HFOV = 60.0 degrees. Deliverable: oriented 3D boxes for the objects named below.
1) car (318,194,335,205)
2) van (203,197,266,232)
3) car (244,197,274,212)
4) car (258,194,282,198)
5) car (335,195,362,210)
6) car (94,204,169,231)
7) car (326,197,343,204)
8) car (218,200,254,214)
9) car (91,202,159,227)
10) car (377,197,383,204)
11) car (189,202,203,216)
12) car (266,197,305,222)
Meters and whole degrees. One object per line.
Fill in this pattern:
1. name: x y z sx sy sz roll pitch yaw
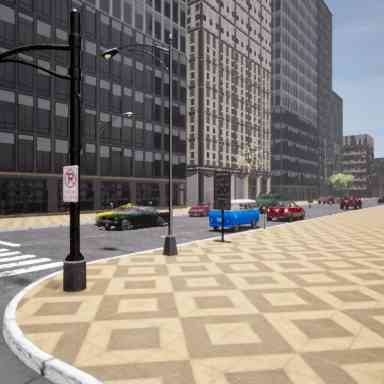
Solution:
1. car: 25.260 1.380 62.485 2.192 1.841 5.009 0 0 38
2. van: 2.672 1.368 20.247 1.690 1.788 3.998 0 0 38
3. car: 8.232 1.471 40.486 1.967 1.590 4.097 0 0 38
4. car: 8.229 1.255 36.427 2.150 2.045 5.566 0 0 38
5. car: 21.274 1.368 44.462 2.192 1.841 5.009 0 0 38
6. car: -3.608 1.618 21.160 1.895 1.301 4.718 0 0 38
7. car: 28.665 1.624 66.884 2.008 1.369 4.403 0 0 38
8. car: 4.827 1.571 36.086 1.887 1.381 4.507 0 0 38
9. car: -4.708 1.540 23.980 1.752 1.417 4.829 0 0 38
10. car: 38.301 1.658 66.460 1.947 1.339 4.313 0 0 38
11. car: 1.421 1.604 31.686 1.802 1.307 4.206 0 0 38
12. car: 7.652 1.472 26.862 1.967 1.590 4.097 0 0 38
